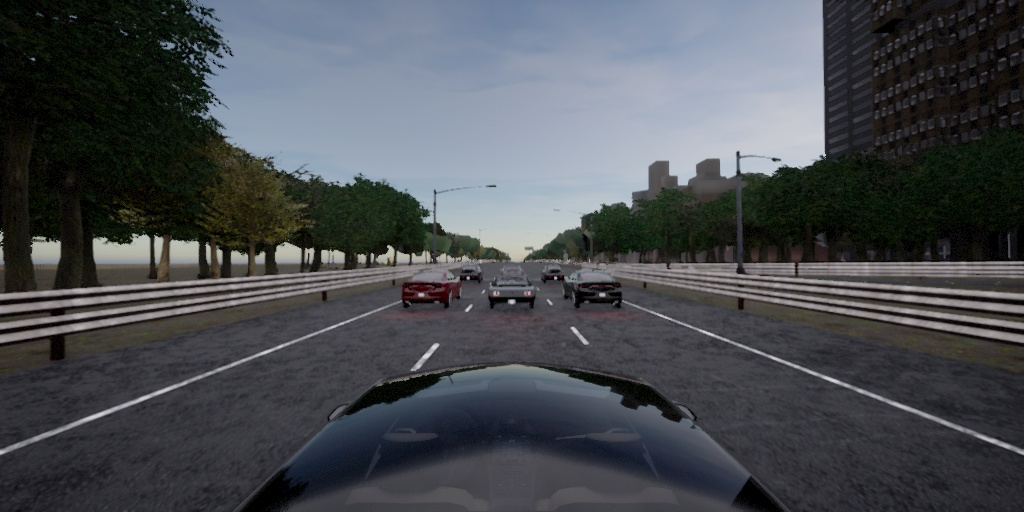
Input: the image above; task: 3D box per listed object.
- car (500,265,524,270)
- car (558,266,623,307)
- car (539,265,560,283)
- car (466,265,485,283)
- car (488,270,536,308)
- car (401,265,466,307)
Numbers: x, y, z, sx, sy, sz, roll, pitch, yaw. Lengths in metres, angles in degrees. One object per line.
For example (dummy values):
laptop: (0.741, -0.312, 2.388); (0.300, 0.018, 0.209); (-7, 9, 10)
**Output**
car: (0.004, 1.515, 31.145); (2.128, 1.511, 4.902); (0, 0, 0)
car: (3.506, 1.366, 16.338); (1.882, 1.535, 5.008); (0, 0, 0)
car: (3.504, 1.531, 31.146); (1.837, 1.490, 4.892); (0, 0, 0)
car: (-3.497, 1.531, 31.157); (1.837, 1.490, 4.892); (0, 0, 0)
car: (0.001, 1.486, 15.967); (1.895, 1.301, 4.718); (0, -1, 0)
car: (-3.494, 1.366, 16.327); (1.882, 1.535, 5.008); (0, 0, 0)
